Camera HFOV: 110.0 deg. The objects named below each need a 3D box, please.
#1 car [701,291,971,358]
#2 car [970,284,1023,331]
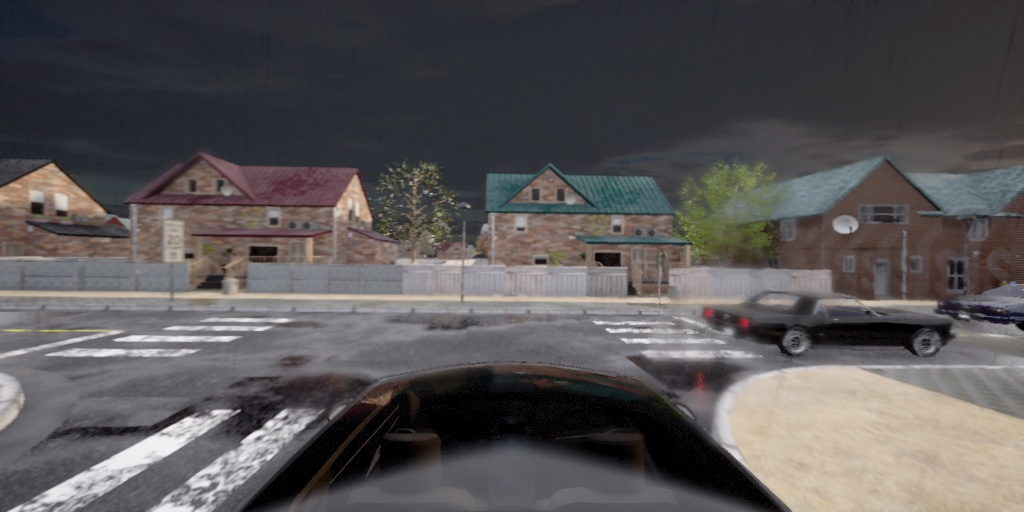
[{"bbox_3d":[7.215,1.501,8.390,4.718,1.301,1.895,1,0,-3],"label":"car"},{"bbox_3d":[17.365,1.641,11.791,5.357,1.411,2.033,1,0,-3],"label":"car"}]
